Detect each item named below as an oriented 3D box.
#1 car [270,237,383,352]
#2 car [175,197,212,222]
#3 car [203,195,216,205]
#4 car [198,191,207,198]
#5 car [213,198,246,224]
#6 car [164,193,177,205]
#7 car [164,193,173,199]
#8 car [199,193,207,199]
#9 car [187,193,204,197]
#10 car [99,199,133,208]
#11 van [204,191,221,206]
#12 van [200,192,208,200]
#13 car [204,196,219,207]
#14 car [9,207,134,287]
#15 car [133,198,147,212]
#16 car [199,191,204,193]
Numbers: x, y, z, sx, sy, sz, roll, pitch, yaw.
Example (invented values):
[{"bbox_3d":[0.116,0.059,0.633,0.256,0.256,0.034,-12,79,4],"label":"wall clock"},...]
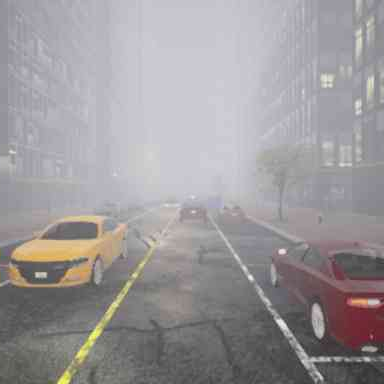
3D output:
[{"bbox_3d":[2.687,1.506,6.188,1.887,1.381,4.507,0,0,0],"label":"car"},{"bbox_3d":[0.098,1.346,24.539,2.163,1.488,4.792,0,0,0],"label":"car"},{"bbox_3d":[2.681,1.224,51.765,1.802,1.307,4.206,0,0,0],"label":"car"},{"bbox_3d":[2.676,0.677,85.947,2.192,1.841,5.009,0,1,0],"label":"car"},{"bbox_3d":[2.685,1.375,23.449,1.752,1.417,4.829,0,0,0],"label":"car"},{"bbox_3d":[-3.082,1.212,51.041,1.994,1.385,4.181,0,0,0],"label":"car"},{"bbox_3d":[-5.703,0.995,80.252,1.802,1.307,4.206,0,0,0],"label":"car"},{"bbox_3d":[2.677,0.958,80.252,1.887,1.381,4.507,0,1,0],"label":"car"},{"bbox_3d":[0.093,1.215,42.775,2.163,1.488,4.792,0,0,0],"label":"car"},{"bbox_3d":[-5.696,1.402,23.278,2.008,1.369,4.403,0,0,0],"label":"car"},{"bbox_3d":[2.683,1.070,40.369,1.690,1.788,3.998,0,0,0],"label":"van"},{"bbox_3d":[2.678,0.804,74.552,1.690,1.788,3.998,0,0,0],"label":"van"},{"bbox_3d":[2.682,1.268,46.068,1.802,1.307,4.206,0,0,0],"label":"car"},{"bbox_3d":[-3.102,1.419,9.329,1.882,1.535,5.008,0,0,0],"label":"car"},{"bbox_3d":[-5.697,1.322,34.673,2.008,1.369,4.403,0,0,0],"label":"car"},{"bbox_3d":[2.679,1.061,68.857,2.008,1.369,4.403,0,0,0],"label":"car"}]
